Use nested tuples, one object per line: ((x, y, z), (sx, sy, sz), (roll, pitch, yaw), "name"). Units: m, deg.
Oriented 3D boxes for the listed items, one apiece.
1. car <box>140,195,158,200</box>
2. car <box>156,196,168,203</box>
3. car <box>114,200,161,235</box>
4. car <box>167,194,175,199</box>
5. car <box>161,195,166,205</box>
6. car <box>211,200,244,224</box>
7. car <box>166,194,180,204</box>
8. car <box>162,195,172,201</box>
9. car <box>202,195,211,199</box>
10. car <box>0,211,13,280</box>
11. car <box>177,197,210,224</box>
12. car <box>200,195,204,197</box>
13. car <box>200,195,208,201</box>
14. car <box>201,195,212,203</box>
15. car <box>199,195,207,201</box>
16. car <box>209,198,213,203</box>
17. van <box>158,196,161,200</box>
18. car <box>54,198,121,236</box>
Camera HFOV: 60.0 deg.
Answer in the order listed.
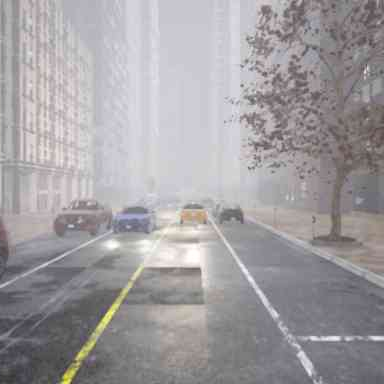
((-5.700, 1.349, 40.937), (1.967, 1.590, 4.097), (0, 0, 0), "car")
((-5.703, 1.408, 63.706), (1.947, 1.339, 4.313), (0, 0, 0), "car")
((-3.104, 1.439, 18.806), (1.882, 1.535, 5.008), (0, 0, 0), "car")
((-5.706, 1.289, 92.167), (1.887, 1.381, 4.507), (0, 0, 0), "car")
((-5.701, 1.443, 52.322), (1.947, 1.339, 4.313), (0, 0, 0), "car")
((2.683, 1.501, 23.850), (2.008, 1.369, 4.403), (0, 0, 0), "car")
((-3.059, 1.333, 59.446), (1.882, 1.535, 5.008), (0, 0, 1), "car")
((-5.704, 1.371, 75.091), (1.947, 1.339, 4.313), (0, 0, 0), "car")
((2.679, 1.426, 58.007), (1.947, 1.339, 4.313), (0, 0, 0), "car")
((-5.696, 1.302, 6.783), (2.192, 1.841, 5.009), (0, 0, 0), "car")
((0.095, 1.406, 24.296), (1.801, 1.575, 5.366), (0, 0, 0), "car")
((0.094, 1.453, 42.025), (2.033, 1.411, 5.357), (0, 0, 0), "car")
((2.677, 1.387, 75.084), (1.802, 1.307, 4.206), (0, 0, 0), "car")
((2.678, 1.387, 63.699), (1.887, 1.381, 4.507), (0, 0, 0), "car")
((2.676, 1.330, 80.777), (1.887, 1.381, 4.507), (0, 0, 0), "car")
((2.683, 1.462, 29.714), (1.752, 1.417, 4.829), (0, 0, 0), "car")
((-5.701, 1.234, 46.627), (1.690, 1.788, 3.998), (0, 0, 0), "van")
((-5.698, 1.278, 18.168), (2.192, 1.841, 5.009), (0, 0, 0), "car")
